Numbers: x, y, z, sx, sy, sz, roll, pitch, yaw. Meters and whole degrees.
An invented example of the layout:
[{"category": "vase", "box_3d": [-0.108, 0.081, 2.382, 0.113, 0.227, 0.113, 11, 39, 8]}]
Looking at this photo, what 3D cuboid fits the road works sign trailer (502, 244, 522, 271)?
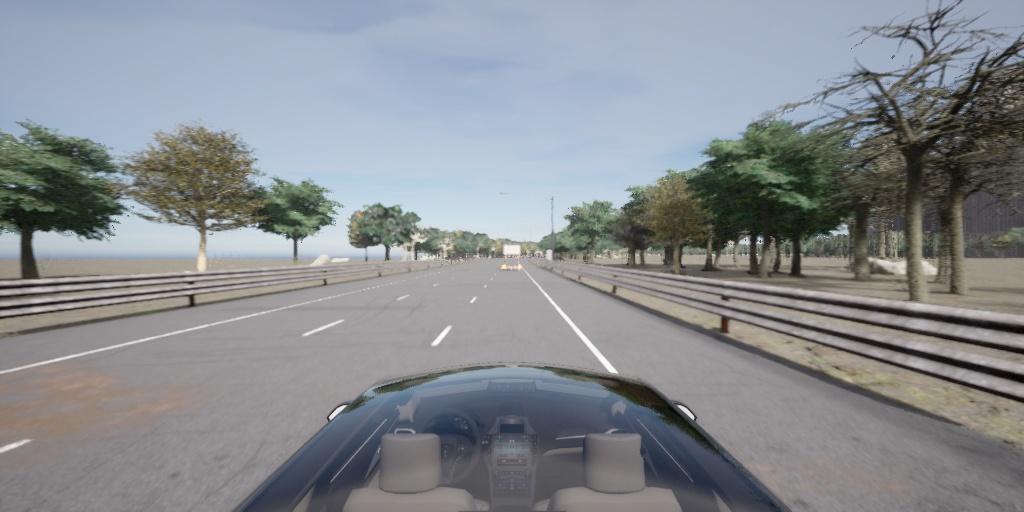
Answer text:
[{"category": "road works sign trailer", "box_3d": [-0.001, 0.206, 48.138, 2.380, 3.560, 2.880, 0, 0, 0]}]
